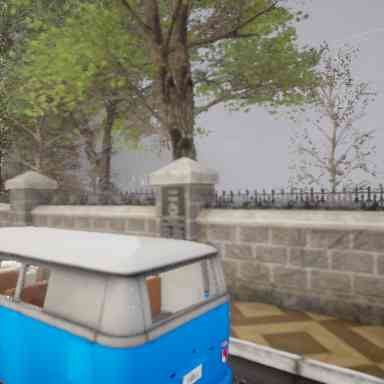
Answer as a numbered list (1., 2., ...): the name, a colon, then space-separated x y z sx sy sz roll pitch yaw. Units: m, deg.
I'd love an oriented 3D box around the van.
1. van: -1.505 1.378 3.956 3.998 1.788 1.690 -1 -1 35
